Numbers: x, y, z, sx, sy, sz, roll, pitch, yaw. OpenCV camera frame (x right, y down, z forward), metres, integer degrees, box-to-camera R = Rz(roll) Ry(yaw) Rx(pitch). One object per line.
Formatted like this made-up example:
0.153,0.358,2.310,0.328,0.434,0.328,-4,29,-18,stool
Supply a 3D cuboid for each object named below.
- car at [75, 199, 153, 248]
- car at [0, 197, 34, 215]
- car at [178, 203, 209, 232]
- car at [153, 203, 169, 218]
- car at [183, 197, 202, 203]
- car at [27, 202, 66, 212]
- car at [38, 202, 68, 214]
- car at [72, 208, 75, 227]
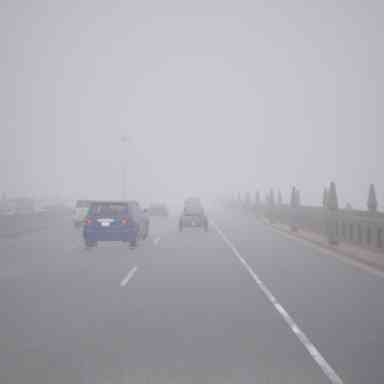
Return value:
-3.406,1.392,15.779,2.150,2.045,5.566,0,-1,0,car
-21.068,1.676,40.186,2.150,2.045,5.566,0,-1,0,car
0.092,1.734,22.212,2.128,1.511,4.902,0,-1,0,car
-3.412,1.861,34.292,1.882,1.535,5.008,0,-1,0,car
0.080,1.679,40.814,2.150,2.045,5.566,0,-1,1,car
-14.087,1.971,33.113,1.895,1.301,4.718,0,-1,0,car
-17.564,2.003,42.379,1.812,1.442,4.674,0,-1,1,car
-6.909,1.490,24.374,2.150,2.045,5.566,0,-1,0,car
